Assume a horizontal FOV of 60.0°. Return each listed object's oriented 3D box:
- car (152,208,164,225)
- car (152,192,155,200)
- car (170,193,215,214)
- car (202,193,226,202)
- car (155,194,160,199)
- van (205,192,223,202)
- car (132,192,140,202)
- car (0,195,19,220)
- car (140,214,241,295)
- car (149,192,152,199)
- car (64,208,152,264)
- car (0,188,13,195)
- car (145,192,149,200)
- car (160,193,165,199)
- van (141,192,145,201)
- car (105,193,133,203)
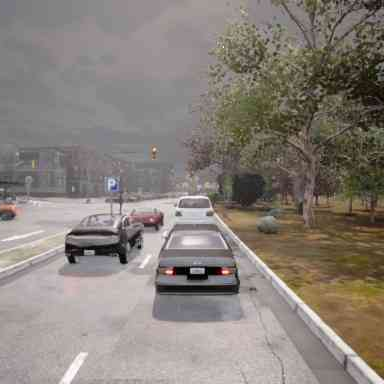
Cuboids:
[{"bbox_3d":[-2.854,1.629,21.068,1.895,1.301,4.718,0,0,0],"label":"car"},{"bbox_3d":[-12.368,1.360,82.774,4.674,1.452,2.002,-1,0,-13],"label":"car"},{"bbox_3d":[0.129,1.246,19.106,2.150,2.045,5.566,0,0,0],"label":"car"},{"bbox_3d":[4.582,1.143,70.407,4.553,1.767,2.185,1,0,-14],"label":"car"},{"bbox_3d":[-11.560,1.358,88.758,4.674,1.452,2.002,-1,0,-12],"label":"car"},{"bbox_3d":[4.202,1.044,67.437,4.442,1.987,1.878,1,0,-14],"label":"van"},{"bbox_3d":[-13.881,1.316,67.813,5.366,1.575,1.946,-1,0,-15],"label":"car"},{"bbox_3d":[-16.659,1.405,27.011,4.553,1.767,2.185,-1,0,-19],"label":"car"},{"bbox_3d":[0.096,1.556,8.857,2.033,1.411,5.357,0,0,0],"label":"car"},{"bbox_3d":[-12.736,1.360,79.772,4.674,1.452,2.002,-1,0,-13],"label":"car"},{"bbox_3d":[-2.902,1.505,11.841,2.128,1.511,4.902,0,0,0],"label":"car"},{"bbox_3d":[-31.232,0.138,55.668,2.002,1.452,4.674,6,-3,-19],"label":"car"},{"bbox_3d":[-13.105,1.323,76.777,4.892,1.521,2.231,-1,0,-14],"label":"car"},{"bbox_3d":[-11.113,1.066,91.764,5.566,2.045,2.435,-1,0,-12],"label":"car"},{"bbox_3d":[-13.329,1.094,73.805,4.442,1.987,1.878,-1,0,-14],"label":"van"},{"bbox_3d":[-14.522,1.359,64.820,4.792,1.488,2.163,-1,0,-15],"label":"car"}]
